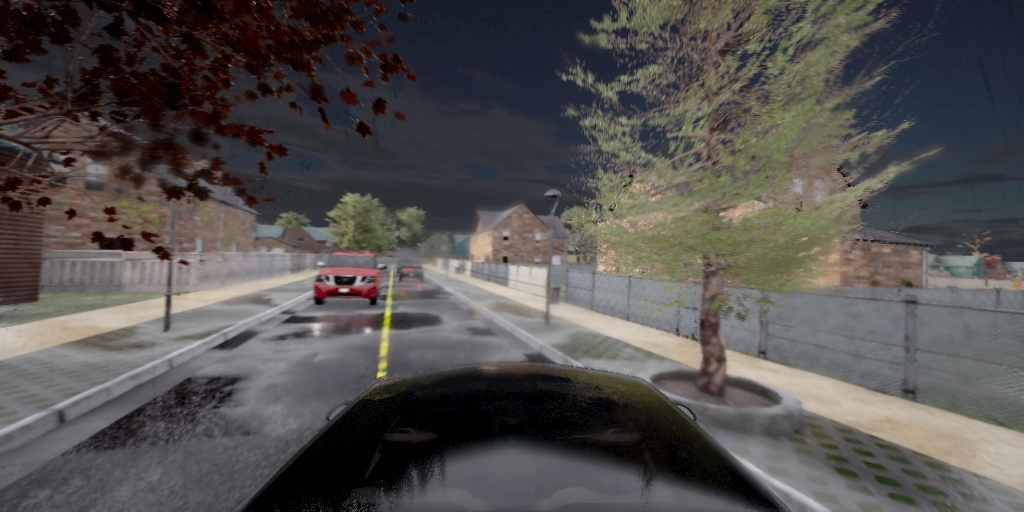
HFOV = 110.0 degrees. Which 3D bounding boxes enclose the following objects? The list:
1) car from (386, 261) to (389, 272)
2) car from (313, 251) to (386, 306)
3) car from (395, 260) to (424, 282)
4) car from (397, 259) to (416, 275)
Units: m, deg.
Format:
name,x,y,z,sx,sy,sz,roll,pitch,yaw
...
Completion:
name,x,y,z,sx,sy,sz,roll,pitch,yaw
car,-15.392,1.135,41.794,1.895,1.301,4.718,3,-1,-18
car,-6.674,0.827,15.102,2.150,2.045,5.566,3,-1,-18
car,-8.077,1.191,28.675,2.128,1.511,4.902,3,-1,-18
car,-11.865,1.173,40.016,1.837,1.490,4.892,3,0,-18
